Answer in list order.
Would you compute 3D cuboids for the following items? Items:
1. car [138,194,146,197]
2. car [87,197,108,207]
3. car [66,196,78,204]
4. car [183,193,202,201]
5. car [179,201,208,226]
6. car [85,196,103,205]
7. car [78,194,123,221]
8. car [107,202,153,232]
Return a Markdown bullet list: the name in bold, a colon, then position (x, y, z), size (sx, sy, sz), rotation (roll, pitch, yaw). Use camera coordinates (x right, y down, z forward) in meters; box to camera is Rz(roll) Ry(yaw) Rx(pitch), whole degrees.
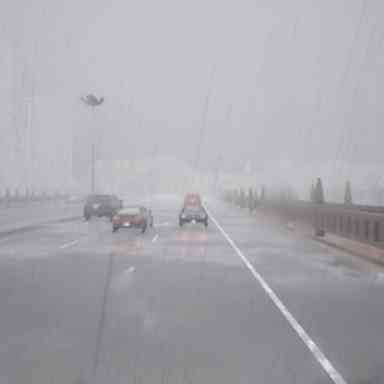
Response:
- **car**: position (-13.334, 1.293, 89.653), size (2.033, 1.411, 5.357), rotation (0, 0, 2)
- **car**: position (-14.082, 1.510, 49.701), size (1.994, 1.385, 4.181), rotation (0, 0, 0)
- **car**: position (-21.035, 1.461, 59.738), size (1.812, 1.442, 4.674), rotation (0, 0, 1)
- **car**: position (0.098, 1.177, 41.553), size (2.150, 2.045, 5.566), rotation (0, 0, 0)
- **car**: position (0.094, 1.576, 23.289), size (1.895, 1.301, 4.718), rotation (0, 0, 0)
- **car**: position (-17.537, 1.461, 59.651), size (1.812, 1.442, 4.674), rotation (0, 0, 1)
- **car**: position (-6.909, 1.193, 26.605), size (2.150, 2.045, 5.566), rotation (0, 0, 0)
- **car**: position (-3.407, 1.504, 19.621), size (1.812, 1.442, 4.674), rotation (0, 0, 0)
